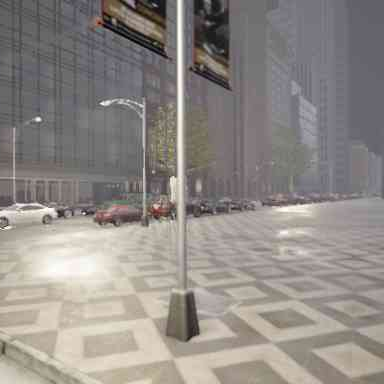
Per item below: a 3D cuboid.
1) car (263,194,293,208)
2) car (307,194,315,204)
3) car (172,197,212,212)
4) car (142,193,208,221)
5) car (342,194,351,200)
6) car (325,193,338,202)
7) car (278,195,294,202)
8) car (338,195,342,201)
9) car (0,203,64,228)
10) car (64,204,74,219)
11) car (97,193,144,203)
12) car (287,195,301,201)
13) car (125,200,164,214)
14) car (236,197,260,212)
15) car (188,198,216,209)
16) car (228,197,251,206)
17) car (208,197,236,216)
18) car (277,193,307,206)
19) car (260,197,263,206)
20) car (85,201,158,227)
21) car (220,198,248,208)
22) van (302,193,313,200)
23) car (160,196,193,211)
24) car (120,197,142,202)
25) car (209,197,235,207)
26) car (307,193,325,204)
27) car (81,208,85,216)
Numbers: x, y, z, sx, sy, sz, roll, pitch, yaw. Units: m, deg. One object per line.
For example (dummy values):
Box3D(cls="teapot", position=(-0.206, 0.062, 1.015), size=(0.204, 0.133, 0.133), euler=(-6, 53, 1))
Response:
Box3D(cls="car", position=(11.600, 1.370, 44.740), size=(1.887, 1.381, 4.507), euler=(0, 0, 35))
Box3D(cls="car", position=(18.008, 1.370, 54.019), size=(1.947, 1.339, 4.313), euler=(0, 0, 35))
Box3D(cls="car", position=(0.085, 1.388, 38.202), size=(2.128, 1.511, 4.902), euler=(-1, 0, 35))
Box3D(cls="car", position=(-1.217, 1.199, 26.181), size=(2.192, 1.841, 5.009), euler=(0, 0, 35))
Box3D(cls="car", position=(37.234, 1.351, 81.858), size=(1.802, 1.307, 4.206), euler=(-1, 0, 35))
Box3D(cls="car", position=(27.621, 1.092, 67.940), size=(2.192, 1.841, 5.009), euler=(0, 0, 35))
Box3D(cls="car", position=(20.613, 1.407, 72.792), size=(1.947, 1.339, 4.313), euler=(0, 0, 35))
Box3D(cls="car", position=(30.922, 1.295, 72.719), size=(1.752, 1.417, 4.829), euler=(0, 0, 35))
Box3D(cls="car", position=(-11.206, 1.485, 21.862), size=(1.812, 1.442, 4.674), euler=(-1, 0, 35))
Box3D(cls="car", position=(-11.434, 1.534, 26.386), size=(1.947, 1.339, 4.313), euler=(0, 0, 35))
Box3D(cls="car", position=(-5.624, 1.148, 29.960), size=(2.150, 2.045, 5.566), euler=(-1, 0, 35))
Box3D(cls="car", position=(23.817, 1.416, 77.431), size=(1.802, 1.307, 4.206), euler=(0, 0, 35))
Box3D(cls="car", position=(-5.024, 1.514, 35.668), size=(1.802, 1.307, 4.206), euler=(0, 0, 35))
Box3D(cls="car", position=(5.192, 1.417, 35.459), size=(1.947, 1.339, 4.313), euler=(0, 0, 35))
Box3D(cls="car", position=(1.385, 1.484, 44.948), size=(1.802, 1.307, 4.206), euler=(0, 0, 35))
Box3D(cls="car", position=(7.794, 1.445, 54.230), size=(1.947, 1.339, 4.313), euler=(0, 0, 35))
Box3D(cls="car", position=(1.988, 1.433, 30.820), size=(1.947, 1.339, 4.313), euler=(0, 0, 35))
Box3D(cls="car", position=(14.803, 1.129, 49.380), size=(2.192, 1.841, 5.009), euler=(0, 0, 35))
Box3D(cls="car", position=(11.993, 1.400, 49.829), size=(1.994, 1.385, 4.181), euler=(-1, 0, 35))
Box3D(cls="car", position=(-4.420, 1.485, 21.540), size=(1.802, 1.307, 4.206), euler=(0, 0, 35))
Box3D(cls="car", position=(5.927, 1.473, 46.592), size=(1.895, 1.301, 4.718), euler=(-1, 0, 34))
Box3D(cls="van", position=(30.224, 1.174, 86.714), size=(1.690, 1.788, 3.998), euler=(-1, 0, 35))
Box3D(cls="car", position=(-1.821, 1.356, 40.308), size=(1.967, 1.590, 4.097), euler=(0, 0, 35))
Box3D(cls="car", position=(-3.330, 1.408, 27.694), size=(1.837, 1.490, 4.892), euler=(-1, 0, 35))
Box3D(cls="car", position=(4.492, 1.415, 49.448), size=(1.752, 1.417, 4.829), euler=(0, 0, 35))
Box3D(cls="car", position=(21.212, 1.110, 58.660), size=(2.192, 1.841, 5.009), euler=(0, 0, 35))
Box3D(cls="car", position=(-8.229, 1.514, 31.027), size=(1.947, 1.339, 4.313), euler=(0, 0, 35))
